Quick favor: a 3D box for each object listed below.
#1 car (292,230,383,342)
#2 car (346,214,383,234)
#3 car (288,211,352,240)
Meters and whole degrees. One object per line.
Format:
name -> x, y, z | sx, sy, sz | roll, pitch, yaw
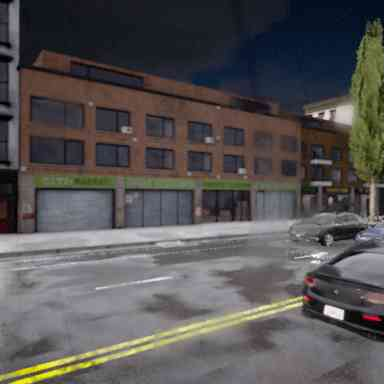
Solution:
car -> 3.957, 1.623, 6.166 | 4.674, 1.442, 1.812 | 1, -1, -35
car -> 8.555, 1.748, 13.576 | 4.674, 1.442, 1.812 | 1, -1, -35
car -> 6.742, 1.734, 16.272 | 4.892, 1.490, 1.837 | 1, -1, -35
